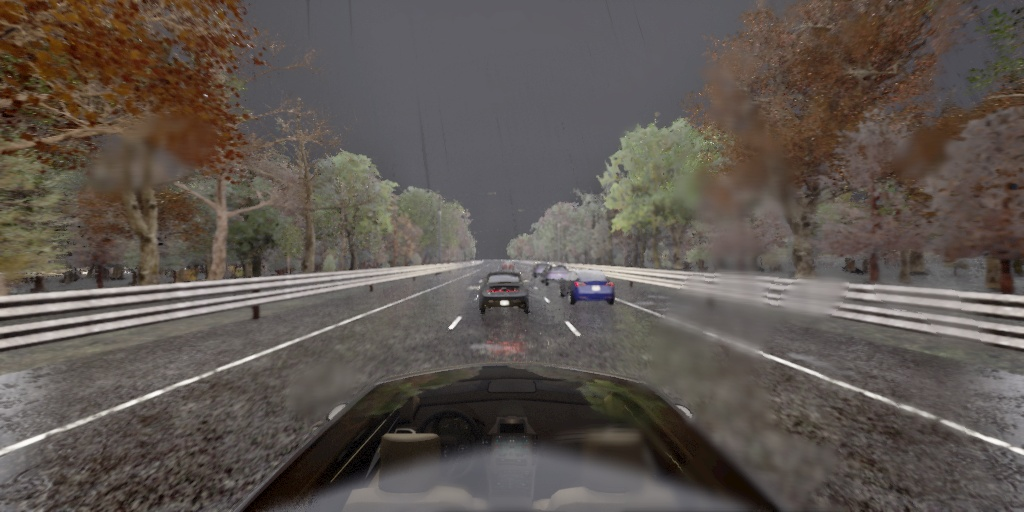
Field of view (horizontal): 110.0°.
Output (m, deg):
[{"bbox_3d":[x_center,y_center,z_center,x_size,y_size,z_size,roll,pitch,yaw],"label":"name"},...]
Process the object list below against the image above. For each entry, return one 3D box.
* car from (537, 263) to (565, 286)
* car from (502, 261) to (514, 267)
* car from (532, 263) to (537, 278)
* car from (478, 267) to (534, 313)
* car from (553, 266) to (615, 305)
[{"bbox_3d":[3.363,1.423,28.144,2.033,1.649,4.856,0,-1,-1],"label":"car"},{"bbox_3d":[-0.744,1.673,65.432,2.097,1.767,4.553,0,-1,-1],"label":"car"},{"bbox_3d":[3.226,1.522,39.180,2.033,1.649,4.856,0,-1,-1],"label":"car"},{"bbox_3d":[-0.316,1.377,14.744,1.837,1.490,4.892,-1,0,-2],"label":"car"},{"bbox_3d":[3.454,1.396,17.137,2.163,1.488,4.792,0,-1,0],"label":"car"}]
